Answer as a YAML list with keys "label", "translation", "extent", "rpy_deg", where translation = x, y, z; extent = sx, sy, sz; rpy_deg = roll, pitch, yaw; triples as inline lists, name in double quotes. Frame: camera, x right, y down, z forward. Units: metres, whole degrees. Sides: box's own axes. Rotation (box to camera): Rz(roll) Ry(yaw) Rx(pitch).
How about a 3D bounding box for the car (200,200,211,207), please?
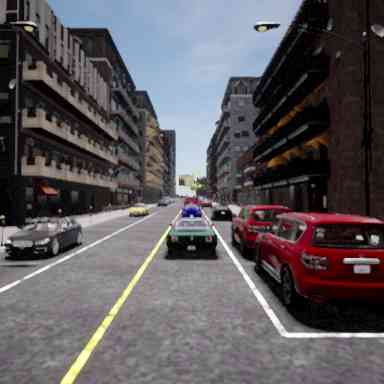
- label: "car"
  translation: [2.646, 2.187, 64.889]
  extent: [1.947, 1.339, 4.313]
  rpy_deg: [1, -1, 0]

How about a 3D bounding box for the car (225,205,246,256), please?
- label: "car"
  translation: [2.817, 1.446, 13.631]
  extent: [2.192, 1.841, 5.009]
  rpy_deg: [1, -1, 0]

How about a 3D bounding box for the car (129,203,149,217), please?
- label: "car"
  translation: [-5.709, 1.871, 36.170]
  extent: [1.752, 1.417, 4.829]
  rpy_deg: [1, -1, 0]

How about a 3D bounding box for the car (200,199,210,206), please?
- label: "car"
  translation: [2.641, 2.241, 70.585]
  extent: [1.947, 1.339, 4.313]
  rpy_deg: [1, -1, 0]

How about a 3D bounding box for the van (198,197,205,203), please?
- label: "van"
  translation: [2.626, 2.235, 93.372]
  extent: [1.690, 1.788, 3.998]
  rpy_deg: [1, -1, 0]

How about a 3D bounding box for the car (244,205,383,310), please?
- label: "car"
  translation: [2.830, 1.392, 7.931]
  extent: [2.192, 1.841, 5.009]
  rpy_deg: [1, -1, 0]

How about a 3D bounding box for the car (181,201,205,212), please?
- label: "car"
  translation: [-0.022, 1.806, 29.382]
  extent: [1.812, 1.442, 4.674]
  rpy_deg: [0, 0, 0]

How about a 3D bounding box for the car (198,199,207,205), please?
- label: "car"
  translation: [2.632, 2.335, 81.978]
  extent: [2.008, 1.369, 4.403]
  rpy_deg: [1, -1, 0]

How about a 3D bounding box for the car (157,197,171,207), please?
- label: "car"
  translation: [-5.734, 2.186, 64.819]
  extent: [1.947, 1.339, 4.313]
  rpy_deg: [1, -1, 0]

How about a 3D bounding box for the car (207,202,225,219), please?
- label: "car"
  translation: [2.676, 1.859, 30.712]
  extent: [1.947, 1.339, 4.313]
  rpy_deg: [1, -1, 0]

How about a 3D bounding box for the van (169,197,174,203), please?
- label: "van"
  translation: [-5.740, 2.070, 76.214]
  extent: [1.690, 1.788, 3.998]
  rpy_deg: [1, -1, 0]

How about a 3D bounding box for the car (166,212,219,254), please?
- label: "car"
  translation: [-0.011, 1.736, 14.113]
  extent: [1.895, 1.301, 4.718]
  rpy_deg: [0, -1, 0]

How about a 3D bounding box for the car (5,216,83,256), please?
- label: "car"
  translation: [-5.811, 1.681, 13.557]
  extent: [2.008, 1.369, 4.403]
  rpy_deg: [1, -1, 0]

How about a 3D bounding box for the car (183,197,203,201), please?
- label: "car"
  translation: [-0.039, 1.637, 44.117]
  extent: [2.150, 2.045, 5.566]
  rpy_deg: [0, -1, 0]

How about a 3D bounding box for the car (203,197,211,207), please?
- label: "car"
  translation: [2.652, 2.111, 59.193]
  extent: [1.887, 1.381, 4.507]
  rpy_deg: [1, -1, 0]
